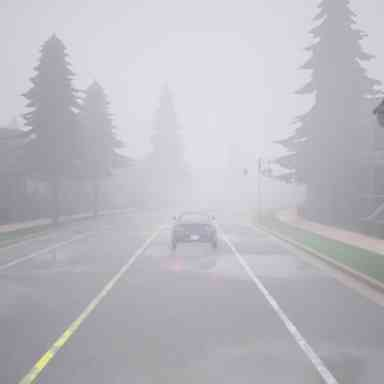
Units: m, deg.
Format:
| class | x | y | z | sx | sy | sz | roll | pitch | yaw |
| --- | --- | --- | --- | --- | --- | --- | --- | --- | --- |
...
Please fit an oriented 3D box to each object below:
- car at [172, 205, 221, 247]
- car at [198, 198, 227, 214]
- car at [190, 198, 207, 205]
| class | x | y | z | sx | sy | sz | roll | pitch | yaw |
| --- | --- | --- | --- | --- | --- | --- | --- | --- | --- |
| car | 0.092 | 1.532 | 14.828 | 1.812 | 1.442 | 4.674 | 0 | 0 | 0 |
| car | 2.417 | 1.615 | 34.694 | 1.895 | 1.301 | 4.718 | 0 | 0 | 17 |
| car | 1.328 | 1.509 | 41.835 | 2.128 | 1.511 | 4.902 | 0 | 0 | 25 |
